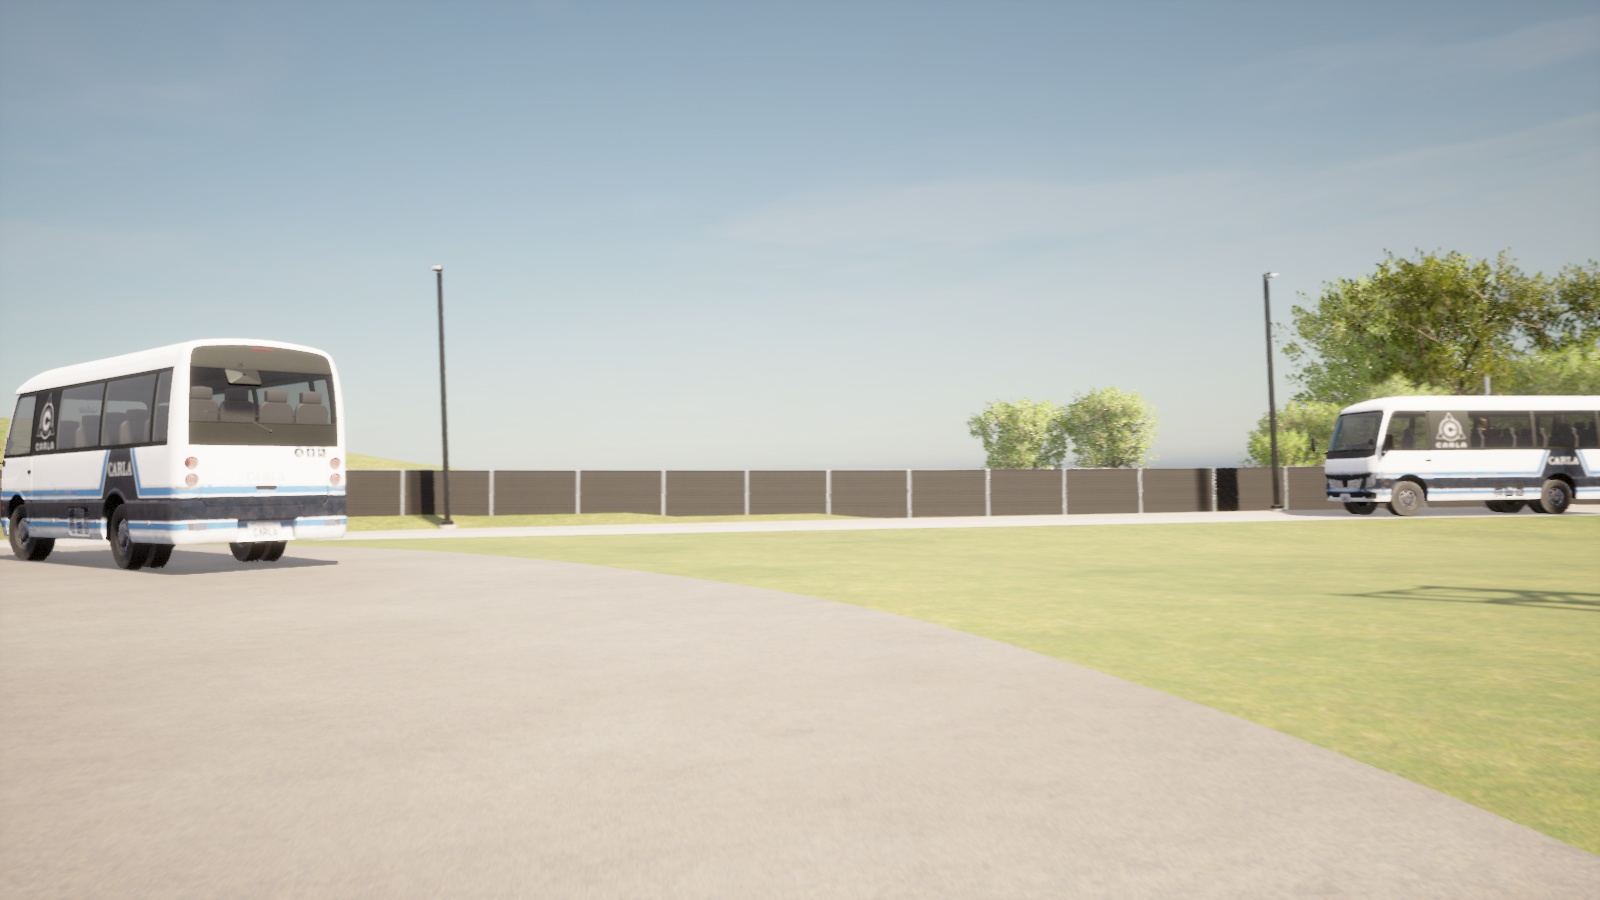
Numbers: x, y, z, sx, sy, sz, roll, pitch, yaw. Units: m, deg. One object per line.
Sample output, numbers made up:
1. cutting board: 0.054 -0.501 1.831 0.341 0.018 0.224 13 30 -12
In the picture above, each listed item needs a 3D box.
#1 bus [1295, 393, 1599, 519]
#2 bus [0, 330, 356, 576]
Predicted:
1. bus: 23.643 0.227 44.974 10.273 4.253 3.944 0 -2 -7
2. bus: -13.840 0.210 26.603 10.273 4.253 3.944 -2 -2 42
